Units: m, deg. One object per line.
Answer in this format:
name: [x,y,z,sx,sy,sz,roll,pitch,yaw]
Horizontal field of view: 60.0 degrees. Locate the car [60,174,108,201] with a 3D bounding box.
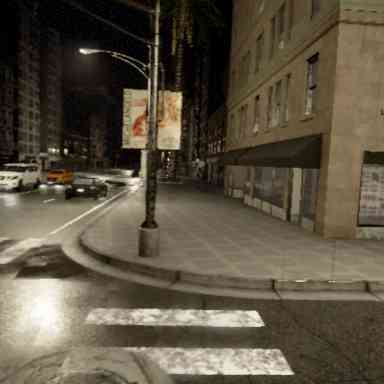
car: [-6.677,-0.278,21.469,1.994,1.385,4.181,2,4,-5]

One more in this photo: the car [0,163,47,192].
car: [-13.711,-1.213,26.146,2.150,2.045,5.566,2,4,-4]

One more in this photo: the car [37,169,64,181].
car: [-18.252,-2.276,43.054,1.812,1.442,4.674,2,4,-5]

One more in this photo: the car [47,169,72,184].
car: [-14.461,-1.702,36.307,1.882,1.535,5.008,2,4,-5]

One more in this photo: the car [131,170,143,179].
car: [-9.636,-3.124,59.054,1.837,1.490,4.892,2,4,-5]
